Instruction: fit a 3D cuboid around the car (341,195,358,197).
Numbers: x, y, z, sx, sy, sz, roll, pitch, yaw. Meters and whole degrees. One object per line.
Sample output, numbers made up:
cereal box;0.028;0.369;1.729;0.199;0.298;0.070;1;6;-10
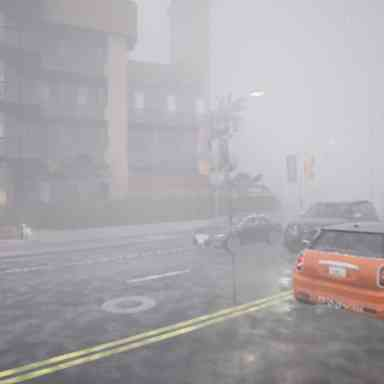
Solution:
car;38.949;2.040;80.530;2.185;1.767;4.553;0;-1;-21

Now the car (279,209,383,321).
car;4.207;1.419;7.181;4.553;1.767;2.097;0;-1;-39

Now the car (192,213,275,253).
car;2.125;1.703;14.846;4.902;1.511;2.128;0;-1;-43

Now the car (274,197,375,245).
car;5.882;1.367;13.539;2.150;2.045;5.566;-1;-1;45
